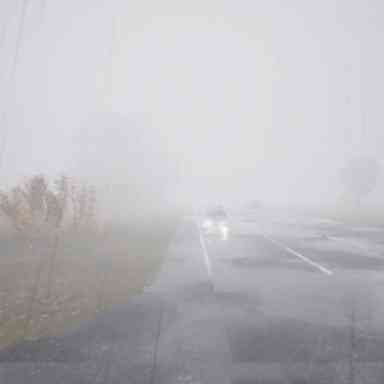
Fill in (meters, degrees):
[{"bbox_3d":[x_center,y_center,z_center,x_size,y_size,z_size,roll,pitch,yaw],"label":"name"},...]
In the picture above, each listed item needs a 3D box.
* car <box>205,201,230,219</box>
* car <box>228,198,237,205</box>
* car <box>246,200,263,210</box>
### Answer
[{"bbox_3d":[2.309,1.880,32.553,1.895,1.301,4.718,0,0,0],"label":"car"},{"bbox_3d":[9.257,2.100,76.376,1.837,1.490,4.892,0,0,0],"label":"car"},{"bbox_3d":[9.275,1.900,49.286,2.128,1.511,4.902,0,0,0],"label":"car"}]
